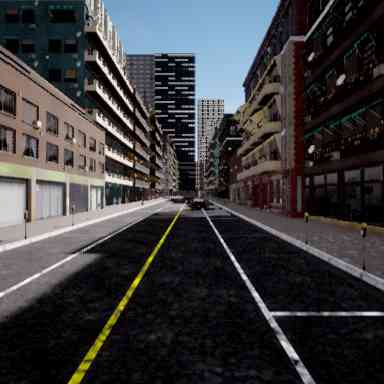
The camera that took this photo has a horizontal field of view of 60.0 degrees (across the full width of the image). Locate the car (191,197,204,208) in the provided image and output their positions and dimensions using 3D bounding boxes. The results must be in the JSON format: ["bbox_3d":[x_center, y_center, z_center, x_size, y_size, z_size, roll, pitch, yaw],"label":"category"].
[{"bbox_3d":[0.824,1.595,52.185,1.837,1.490,4.892,0,0,0],"label":"car"}]

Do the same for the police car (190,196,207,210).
[{"bbox_3d":[0.825,1.462,42.294,1.930,1.638,5.238,0,0,0],"label":"police car"}]

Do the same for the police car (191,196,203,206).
[{"bbox_3d":[0.825,1.505,58.295,1.930,1.638,5.238,0,0,0],"label":"police car"}]
